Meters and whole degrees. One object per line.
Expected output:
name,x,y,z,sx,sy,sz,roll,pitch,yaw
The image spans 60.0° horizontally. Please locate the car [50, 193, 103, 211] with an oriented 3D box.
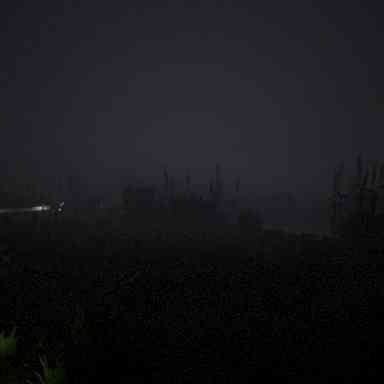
car,-10.539,0.961,30.381,2.097,1.767,4.553,0,3,40
